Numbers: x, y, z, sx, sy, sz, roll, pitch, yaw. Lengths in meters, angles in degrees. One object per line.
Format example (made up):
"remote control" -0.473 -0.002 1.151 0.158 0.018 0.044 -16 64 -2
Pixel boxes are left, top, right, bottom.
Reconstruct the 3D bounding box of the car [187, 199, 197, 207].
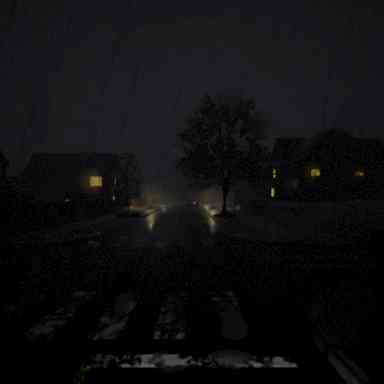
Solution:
"car" 0.015 2.056 63.862 1.895 1.301 4.718 0 -1 0

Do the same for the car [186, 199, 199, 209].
"car" 0.089 1.847 53.435 2.128 1.511 4.902 0 -1 0
